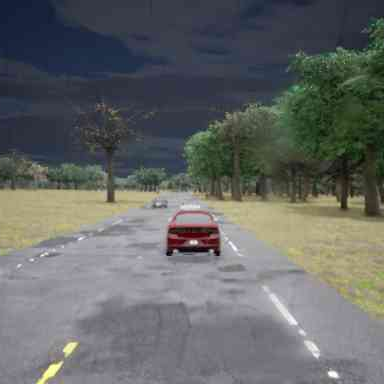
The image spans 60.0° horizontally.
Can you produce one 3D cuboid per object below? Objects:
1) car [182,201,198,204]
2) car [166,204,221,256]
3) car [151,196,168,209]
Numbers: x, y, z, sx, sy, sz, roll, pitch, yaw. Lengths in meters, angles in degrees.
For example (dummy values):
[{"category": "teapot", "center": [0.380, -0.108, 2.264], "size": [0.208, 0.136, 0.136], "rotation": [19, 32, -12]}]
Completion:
[{"category": "car", "center": [-0.170, 1.519, 32.216], "size": [1.895, 1.301, 4.718], "rotation": [0, 0, -1]}, {"category": "car", "center": [0.042, 1.471, 13.185], "size": [1.882, 1.535, 5.008], "rotation": [0, 0, 0]}, {"category": "car", "center": [-4.039, 1.331, 42.040], "size": [2.128, 1.511, 4.902], "rotation": [0, 1, -1]}]
